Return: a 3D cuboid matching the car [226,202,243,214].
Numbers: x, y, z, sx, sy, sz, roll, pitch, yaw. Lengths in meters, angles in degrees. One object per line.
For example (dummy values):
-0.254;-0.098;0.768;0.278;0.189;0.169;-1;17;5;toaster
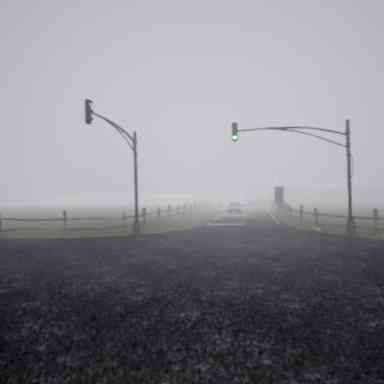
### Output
5.337;1.959;41.138;2.033;1.411;5.357;-2;-1;11;car
